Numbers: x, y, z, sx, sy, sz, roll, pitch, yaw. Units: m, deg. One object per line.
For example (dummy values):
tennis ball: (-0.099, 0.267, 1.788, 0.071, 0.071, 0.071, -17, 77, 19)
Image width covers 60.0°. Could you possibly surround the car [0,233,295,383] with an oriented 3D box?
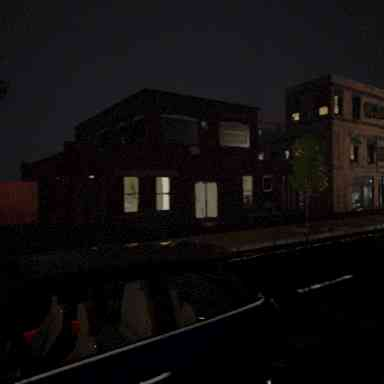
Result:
car: (-1.265, 1.345, 2.755, 4.553, 1.767, 2.097, -1, 1, -35)
